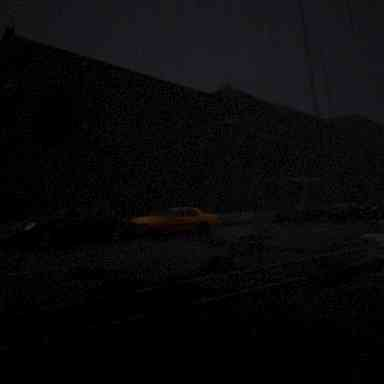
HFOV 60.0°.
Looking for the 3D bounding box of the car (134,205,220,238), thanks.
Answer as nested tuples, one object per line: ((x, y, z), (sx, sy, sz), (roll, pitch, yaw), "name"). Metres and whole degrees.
((-0.933, 1.471, 17.808), (5.366, 1.575, 1.946), (0, 0, -36), "car")

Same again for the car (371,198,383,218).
((17.033, 1.391, 30.834), (4.553, 1.767, 2.185), (0, 0, -36), "car")

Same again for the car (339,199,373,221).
((12.637, 1.546, 27.648), (4.674, 1.452, 2.002), (0, 0, -36), "car")

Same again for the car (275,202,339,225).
((8.168, 1.497, 24.406), (4.892, 1.521, 2.231), (0, 0, -36), "car")

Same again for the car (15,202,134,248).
((-5.233, 1.339, 14.693), (4.553, 1.767, 2.185), (0, 0, -36), "car")
